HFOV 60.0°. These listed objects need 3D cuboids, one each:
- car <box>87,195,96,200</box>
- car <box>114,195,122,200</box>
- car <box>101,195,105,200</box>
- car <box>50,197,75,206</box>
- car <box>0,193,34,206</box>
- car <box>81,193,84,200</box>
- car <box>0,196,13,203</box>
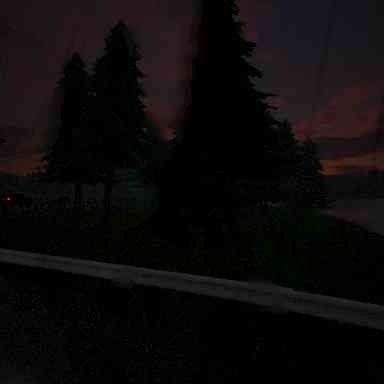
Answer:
[{"bbox_3d":[-26.827,1.553,89.233,1.994,1.385,4.181,0,0,-10],"label":"car"},{"bbox_3d":[-19.365,1.500,86.701,1.837,1.490,4.892,0,0,-10],"label":"car"},{"bbox_3d":[-23.155,1.553,88.302,1.994,1.385,4.181,0,0,-10],"label":"car"},{"bbox_3d":[-21.146,1.490,54.651,2.128,1.511,4.902,0,0,12],"label":"car"},{"bbox_3d":[-28.403,1.219,54.185,2.150,2.045,5.566,0,0,14],"label":"car"},{"bbox_3d":[-30.605,1.225,90.537,2.150,2.045,5.566,0,0,-14],"label":"car"},{"bbox_3d":[-39.964,1.540,69.270,2.033,1.411,5.357,0,0,5],"label":"car"}]
